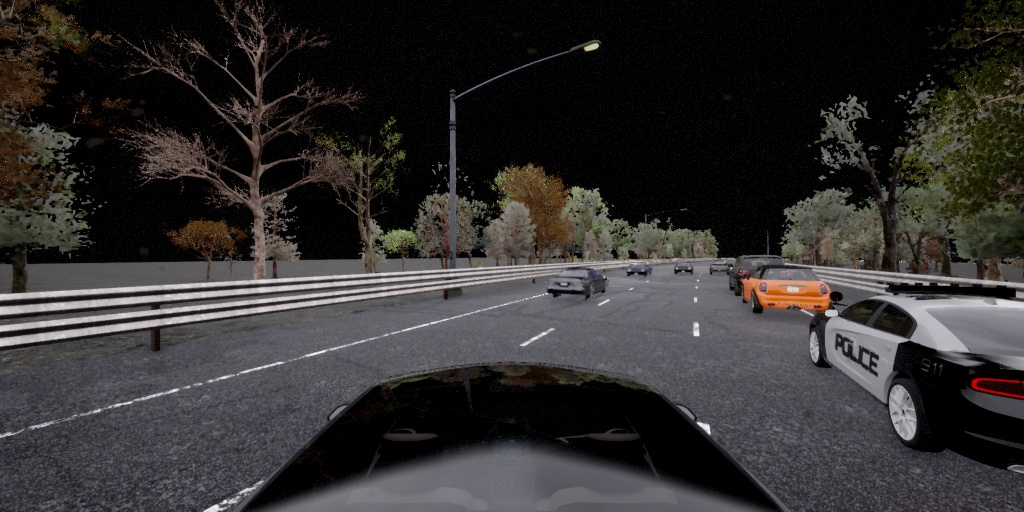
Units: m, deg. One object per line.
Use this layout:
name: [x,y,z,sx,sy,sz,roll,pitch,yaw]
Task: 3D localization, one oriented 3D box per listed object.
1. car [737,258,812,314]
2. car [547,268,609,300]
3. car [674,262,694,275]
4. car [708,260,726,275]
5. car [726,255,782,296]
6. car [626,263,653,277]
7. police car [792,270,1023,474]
car: [10.025,1.102,13.443,2.097,1.767,4.553,0,0,27]
car: [3.445,1.299,18.007,2.033,1.411,5.357,0,0,27]
car: [19.458,1.370,40.427,1.895,1.301,4.718,0,0,29]
car: [22.695,1.262,39.213,2.128,1.511,4.902,0,0,30]
car: [12.774,0.978,18.758,2.150,2.045,5.566,0,0,28]
car: [12.616,1.363,35.289,1.895,1.301,4.718,0,0,29]
police car: [5.640,1.175,4.751,1.930,1.638,5.238,0,0,26]
